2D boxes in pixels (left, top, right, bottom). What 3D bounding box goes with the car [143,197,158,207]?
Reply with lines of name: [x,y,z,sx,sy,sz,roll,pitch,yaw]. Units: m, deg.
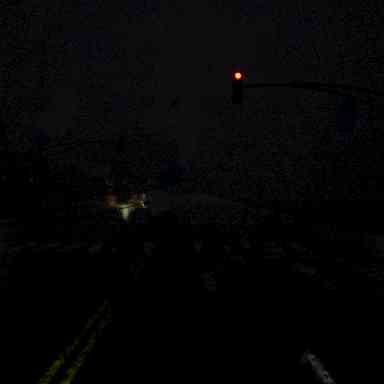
car: [-6.470,1.541,52.614,2.033,1.411,5.357,0,0,0]
